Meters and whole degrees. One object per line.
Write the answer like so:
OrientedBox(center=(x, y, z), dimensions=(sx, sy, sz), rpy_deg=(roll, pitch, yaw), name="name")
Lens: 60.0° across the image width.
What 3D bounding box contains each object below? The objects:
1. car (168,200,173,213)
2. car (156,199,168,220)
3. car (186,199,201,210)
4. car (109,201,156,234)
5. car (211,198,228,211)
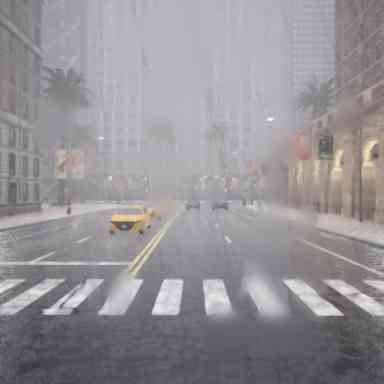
OrientedBox(center=(-3.347, 1.643, 39.629), dimensions=(1.882, 1.535, 5.008), rpy_deg=(0, 0, 1), name="car")
OrientedBox(center=(-3.503, 1.601, 29.404), dimensions=(1.882, 1.535, 5.008), rpy_deg=(0, 0, 1), name="car")
OrientedBox(center=(0.233, 1.681, 45.162), dimensions=(2.128, 1.511, 4.902), rpy_deg=(0, 0, 1), name="car")
OrientedBox(center=(-3.582, 1.562, 20.095), dimensions=(1.882, 1.535, 5.008), rpy_deg=(0, 0, 0), name="car")
OrientedBox(center=(3.733, 1.539, 45.075), dimensions=(2.097, 1.767, 4.553), rpy_deg=(0, 0, 1), name="car")
